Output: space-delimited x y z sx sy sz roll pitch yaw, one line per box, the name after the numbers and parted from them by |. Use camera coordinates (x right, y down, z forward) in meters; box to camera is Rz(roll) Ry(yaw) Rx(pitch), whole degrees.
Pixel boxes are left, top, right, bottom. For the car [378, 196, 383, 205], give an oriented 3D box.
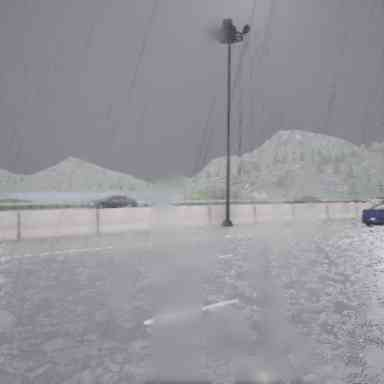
31.641 1.309 51.357 5.357 1.411 2.033 0 1 -19 | car

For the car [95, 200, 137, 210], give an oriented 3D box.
-7.674 1.054 32.404 4.892 1.490 1.837 1 0 -32 | car

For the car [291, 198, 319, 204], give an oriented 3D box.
13.356 1.163 40.021 4.892 1.490 1.837 1 0 -25 | car

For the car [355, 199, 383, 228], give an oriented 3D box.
12.291 1.358 19.757 5.008 1.535 1.882 0 0 -28 | car

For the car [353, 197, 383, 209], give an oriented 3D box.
21.938 1.336 40.070 4.718 1.301 1.895 0 1 -23 | car
